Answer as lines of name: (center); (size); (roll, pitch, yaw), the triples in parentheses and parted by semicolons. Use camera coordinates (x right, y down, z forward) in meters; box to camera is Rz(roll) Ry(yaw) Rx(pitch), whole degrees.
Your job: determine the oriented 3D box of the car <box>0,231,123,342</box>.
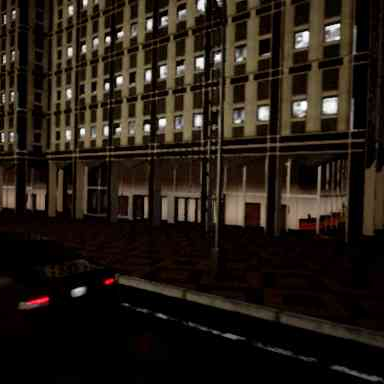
car: (-3.701, 1.489, 6.331); (5.357, 1.411, 2.033); (1, 0, 35)
